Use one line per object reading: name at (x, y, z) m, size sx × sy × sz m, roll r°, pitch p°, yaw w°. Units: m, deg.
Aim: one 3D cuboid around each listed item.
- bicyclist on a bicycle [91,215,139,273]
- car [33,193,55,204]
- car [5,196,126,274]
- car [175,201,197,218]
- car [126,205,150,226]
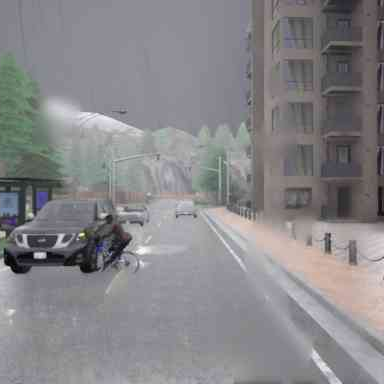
bicyclist on a bicycle at (-2.207, 1.466, 9.190) m, size 1.656 × 1.620 × 0.582 m, roll 7°, pitch 0°, yaw 0°
car at (-26.311, 1.159, 59.282) m, size 1.932 × 1.855 × 4.605 m, roll 0°, pitch 0°, yaw -3°
car at (-3.839, 1.220, 10.994) m, size 2.150 × 2.045 × 5.566 m, roll 0°, pitch 0°, yaw -2°
car at (-0.534, 1.526, 29.961) m, size 1.812 × 1.442 × 4.674 m, roll 0°, pitch 0°, yaw -1°
car at (-4.060, 1.600, 22.997) m, size 1.895 × 1.301 × 4.718 m, roll 0°, pitch 0°, yaw -1°
